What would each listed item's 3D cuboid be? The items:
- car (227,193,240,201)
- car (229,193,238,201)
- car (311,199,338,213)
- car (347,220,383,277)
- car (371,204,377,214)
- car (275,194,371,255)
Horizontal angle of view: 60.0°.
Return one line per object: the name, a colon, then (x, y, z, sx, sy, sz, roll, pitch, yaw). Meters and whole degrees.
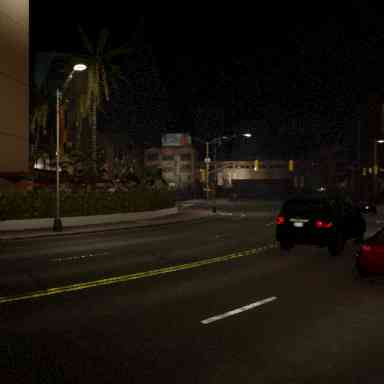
car: (10.165, 1.419, 80.938, 2.097, 1.535, 5.008, 0, 0, 7)
car: (10.797, 1.289, 87.333, 2.185, 1.767, 4.553, 0, 0, 7)
car: (14.802, 1.503, 37.295, 1.812, 1.442, 4.674, 0, 0, 9)
car: (6.174, 1.560, 9.347, 1.994, 1.385, 4.181, 0, 0, 43)
car: (18.025, 1.544, 35.543, 1.994, 1.385, 4.181, 0, 0, 10)
car: (5.375, 1.213, 13.565, 2.150, 2.045, 5.566, 0, 0, 39)
